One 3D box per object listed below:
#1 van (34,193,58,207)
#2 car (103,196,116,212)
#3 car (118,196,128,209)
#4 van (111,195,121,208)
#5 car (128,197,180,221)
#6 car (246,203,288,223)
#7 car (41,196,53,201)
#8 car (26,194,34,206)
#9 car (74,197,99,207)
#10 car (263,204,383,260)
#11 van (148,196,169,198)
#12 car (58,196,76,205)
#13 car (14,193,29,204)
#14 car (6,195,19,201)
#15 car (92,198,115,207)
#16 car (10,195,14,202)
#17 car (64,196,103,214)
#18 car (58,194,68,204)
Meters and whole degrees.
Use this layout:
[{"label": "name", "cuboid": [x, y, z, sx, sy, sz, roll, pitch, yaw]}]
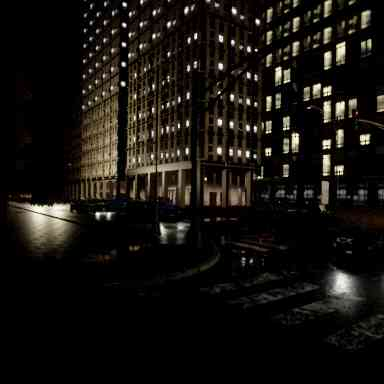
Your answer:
[{"label": "van", "cuboid": [-20.600, 1.197, 46.768, 1.690, 1.788, 3.998, 1, -1, -35]}, {"label": "car", "cuboid": [-10.800, 1.470, 37.411, 2.033, 1.411, 5.357, 1, -1, -35]}, {"label": "car", "cuboid": [-7.238, 1.584, 42.386, 2.008, 1.369, 4.403, 1, -1, -35]}, {"label": "van", "cuboid": [-10.498, 1.368, 46.999, 1.690, 1.788, 3.998, 1, -1, -35]}, {"label": "car", "cuboid": [-2.860, 1.418, 26.178, 1.882, 1.535, 5.008, 1, -1, -35]}, {"label": "car", "cuboid": [5.818, 1.505, 23.945, 1.967, 1.590, 4.097, 1, -1, -35]}, {"label": "car", "cuboid": [-36.610, 1.570, 83.880, 1.802, 1.307, 4.206, 1, -1, -35]}, {"label": "car", "cuboid": [-23.868, 1.432, 51.377, 1.802, 1.307, 4.206, 1, -1, -35]}, {"label": "car", "cuboid": [-16.013, 1.517, 50.296, 2.033, 1.411, 5.357, 1, -1, -36]}, {"label": "car", "cuboid": [4.901, 1.464, 12.795, 1.882, 1.535, 5.008, 1, 0, -16]}, {"label": "van", "cuboid": [-3.971, 1.382, 37.778, 1.690, 1.788, 3.998, 1, -1, -35]}, {"label": "car", "cuboid": [-22.141, 1.463, 58.951, 1.837, 1.490, 4.892, 1, -1, -35]}, {"label": "car", "cuboid": [-30.390, 1.154, 60.600, 2.192, 1.841, 5.009, 1, -1, -35]}, {"label": "car", "cuboid": [-40.184, 1.377, 74.429, 2.008, 1.369, 4.403, 1, -1, -35]}, {"label": "car", "cuboid": [-13.766, 1.586, 51.607, 1.947, 1.339, 4.313, 1, -1, -35]}, {"label": "car", "cuboid": [-36.921, 1.396, 69.819, 1.947, 1.339, 4.313, 1, -1, -35]}, {"label": "car", "cuboid": [-10.814, 1.427, 32.935, 2.008, 1.369, 4.403, 1, -1, -35]}, {"label": "car", "cuboid": [-19.476, 0.916, 49.845, 2.097, 1.767, 4.553, 1, -1, -35]}]
